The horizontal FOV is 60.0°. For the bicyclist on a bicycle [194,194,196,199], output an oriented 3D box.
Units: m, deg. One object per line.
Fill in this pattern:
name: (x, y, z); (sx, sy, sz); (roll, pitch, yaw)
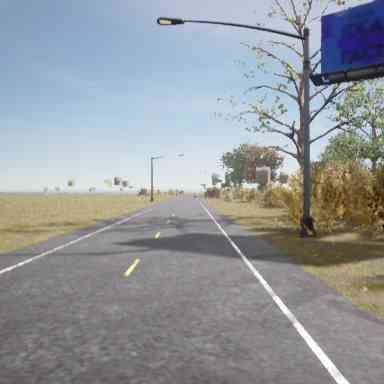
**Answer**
bicyclist on a bicycle: (0.990, 1.494, 95.092); (0.866, 1.612, 1.509); (2, 1, 0)
